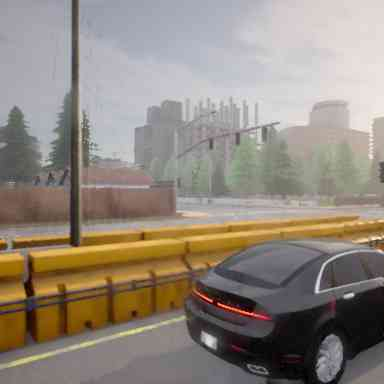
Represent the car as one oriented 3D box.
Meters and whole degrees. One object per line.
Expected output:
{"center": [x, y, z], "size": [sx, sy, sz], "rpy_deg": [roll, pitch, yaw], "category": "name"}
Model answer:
{"center": [2.170, 1.501, 5.296], "size": [4.892, 1.490, 1.837], "rpy_deg": [1, 0, -35], "category": "car"}
